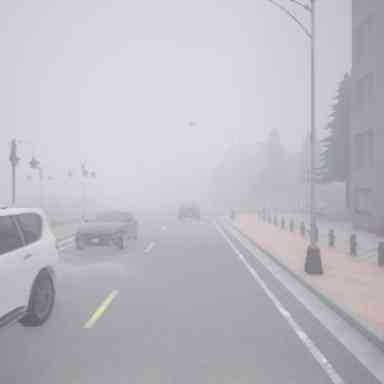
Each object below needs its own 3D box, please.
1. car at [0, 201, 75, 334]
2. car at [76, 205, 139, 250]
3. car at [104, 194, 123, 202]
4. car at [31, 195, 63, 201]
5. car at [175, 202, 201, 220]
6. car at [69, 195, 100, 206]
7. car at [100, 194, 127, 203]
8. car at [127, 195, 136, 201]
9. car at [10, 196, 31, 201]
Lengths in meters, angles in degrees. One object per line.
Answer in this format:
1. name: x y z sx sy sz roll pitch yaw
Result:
1. car: -3.609 1.240 4.208 2.150 2.045 5.566 0 0 1
2. car: -3.592 1.537 14.860 1.882 1.535 5.008 0 0 0
3. car: -17.703 1.393 75.478 3.866 1.878 1.905 0 0 0
4. car: -24.837 1.627 56.963 3.806 1.475 1.970 0 0 0
5. car: -0.410 1.595 29.335 1.882 1.535 5.008 0 0 -6
6. car: -17.414 1.605 53.988 3.633 1.501 1.845 0 0 0
7. car: -17.289 1.402 72.572 4.605 1.855 1.932 0 0 0
8. car: -17.711 1.520 88.272 5.027 1.636 2.152 0 0 0
9. car: -35.836 1.611 68.949 3.633 1.501 1.845 0 0 0
